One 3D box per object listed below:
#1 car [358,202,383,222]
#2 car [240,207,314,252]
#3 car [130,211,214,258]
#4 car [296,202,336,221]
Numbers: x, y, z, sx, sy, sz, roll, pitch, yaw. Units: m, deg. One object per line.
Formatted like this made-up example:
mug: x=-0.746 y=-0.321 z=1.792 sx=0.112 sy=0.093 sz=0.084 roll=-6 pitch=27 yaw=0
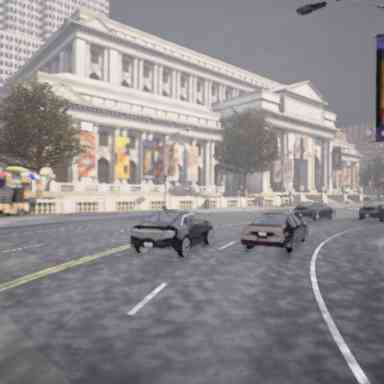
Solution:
car: x=15.714 y=1.628 z=27.994 sx=4.892 sy=1.490 sz=1.837 roll=1 pitch=0 yaw=-42
car: x=3.664 y=1.566 z=14.161 sx=2.033 sy=1.411 sz=5.357 roll=1 pitch=0 yaw=27
car: x=-0.559 y=1.469 z=12.867 sx=2.128 sy=1.511 sz=4.902 roll=0 pitch=0 yaw=20
car: x=10.267 y=1.573 z=27.794 sx=4.892 sy=1.490 sz=1.837 roll=1 pitch=0 yaw=-43
